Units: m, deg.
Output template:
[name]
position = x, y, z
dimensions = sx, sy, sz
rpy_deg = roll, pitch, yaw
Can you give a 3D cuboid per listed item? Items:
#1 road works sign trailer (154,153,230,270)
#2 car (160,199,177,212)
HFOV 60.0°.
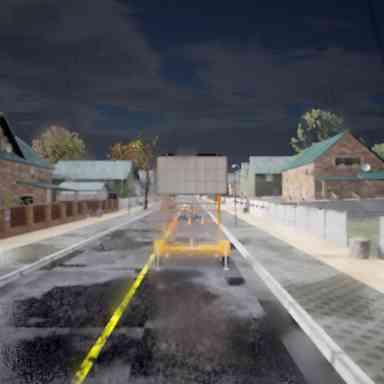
[road works sign trailer]
position = -0.002, 0.507, 11.179
dimensions = 2.380, 3.560, 2.880
rpy_deg = 0, 0, 0
[car]
position = -2.849, 1.652, 41.830
dimensions = 1.837, 1.490, 4.892
rpy_deg = 0, 0, 0
